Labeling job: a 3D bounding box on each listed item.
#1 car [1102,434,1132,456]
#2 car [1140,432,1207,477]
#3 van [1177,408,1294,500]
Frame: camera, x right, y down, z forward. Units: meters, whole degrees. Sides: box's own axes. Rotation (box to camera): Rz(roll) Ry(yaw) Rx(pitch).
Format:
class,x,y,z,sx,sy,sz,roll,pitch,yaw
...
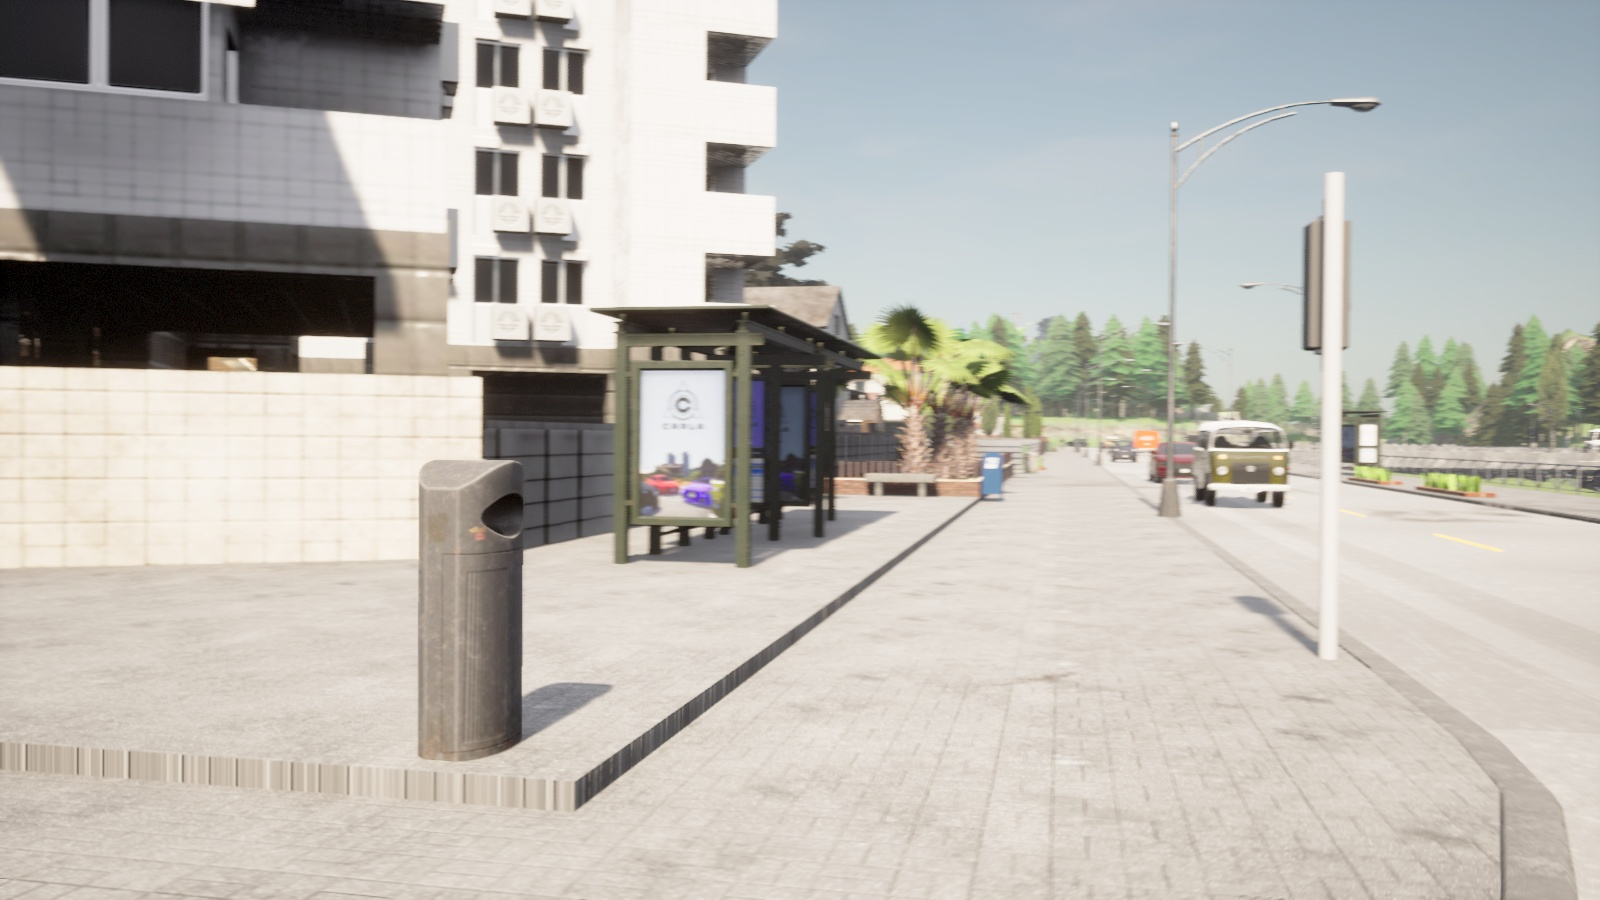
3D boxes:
class,x,y,z,sx,sy,sz,roll,pitch,yaw
car,21.784,-0.368,86.349,1.845,1.501,3.633,-1,1,11
car,13.555,0.126,45.791,1.882,1.535,5.008,-1,1,11
van,10.422,0.074,30.361,2.069,2.038,4.480,-1,1,11
